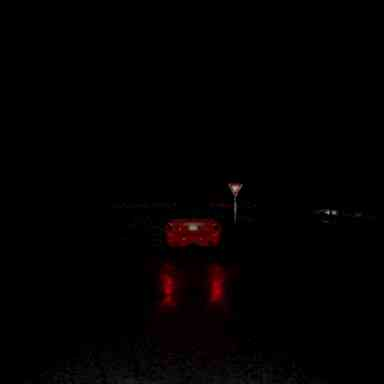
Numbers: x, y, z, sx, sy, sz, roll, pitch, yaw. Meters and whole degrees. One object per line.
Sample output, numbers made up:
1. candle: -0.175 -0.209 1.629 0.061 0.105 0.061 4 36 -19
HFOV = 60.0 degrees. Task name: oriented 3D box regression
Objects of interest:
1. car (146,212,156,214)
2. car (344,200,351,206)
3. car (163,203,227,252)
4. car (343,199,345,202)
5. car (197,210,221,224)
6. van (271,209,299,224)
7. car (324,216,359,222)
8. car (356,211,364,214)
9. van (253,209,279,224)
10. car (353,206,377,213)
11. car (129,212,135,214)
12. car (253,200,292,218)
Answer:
1. car: -6.333 3.981 51.886 2.163 1.488 4.792 0 0 -19
2. car: 40.752 3.293 81.376 5.008 1.535 2.097 -1 2 -17
3. car: 0.037 1.216 13.441 2.097 1.767 4.553 0 1 0
4. car: 40.870 3.104 84.374 4.553 1.767 2.185 -1 1 -17
5. car: 2.516 3.827 51.702 2.185 1.767 4.553 0 0 -18
6. van: 14.316 3.727 51.467 1.878 1.987 4.442 0 1 -18
7. car: 16.607 4.068 34.364 2.435 2.045 5.566 -1 2 -19
8. car: 23.253 3.982 51.107 2.163 1.488 4.792 0 0 -19
9. van: 11.358 3.727 51.547 1.878 1.987 4.442 0 1 -18
10. car: 26.170 3.701 51.065 2.435 2.045 5.566 0 1 -18
11. car: -9.373 3.946 52.159 1.946 1.575 5.366 0 1 -18
12. car: 7.586 1.443 27.778 4.892 1.490 1.837 4 -1 2
